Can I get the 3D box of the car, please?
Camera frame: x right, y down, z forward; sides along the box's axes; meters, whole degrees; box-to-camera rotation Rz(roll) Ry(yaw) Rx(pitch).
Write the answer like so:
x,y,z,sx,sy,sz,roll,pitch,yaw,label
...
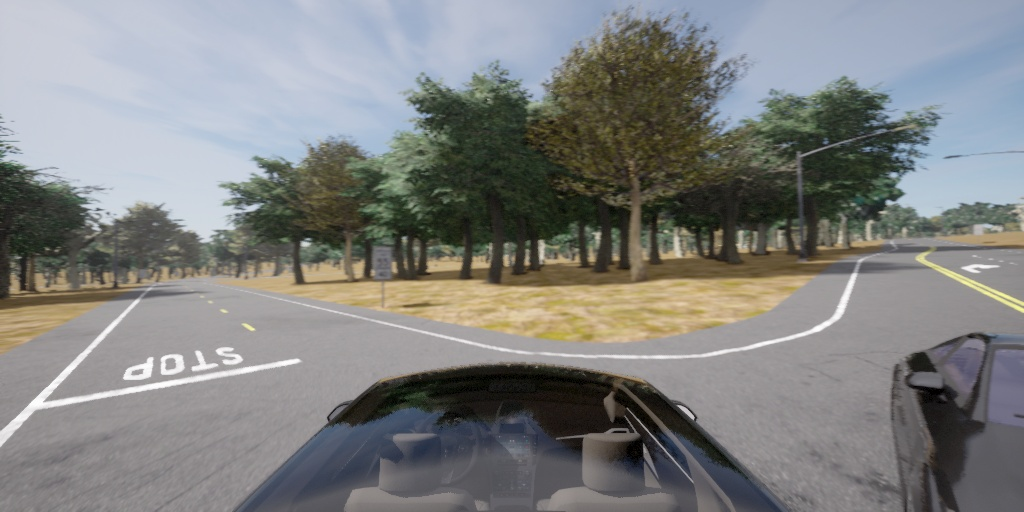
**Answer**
x,y,z,sx,sy,sz,roll,pitch,yaw,label
3.797,1.250,2.188,1.994,1.385,4.181,-2,-1,45,car
